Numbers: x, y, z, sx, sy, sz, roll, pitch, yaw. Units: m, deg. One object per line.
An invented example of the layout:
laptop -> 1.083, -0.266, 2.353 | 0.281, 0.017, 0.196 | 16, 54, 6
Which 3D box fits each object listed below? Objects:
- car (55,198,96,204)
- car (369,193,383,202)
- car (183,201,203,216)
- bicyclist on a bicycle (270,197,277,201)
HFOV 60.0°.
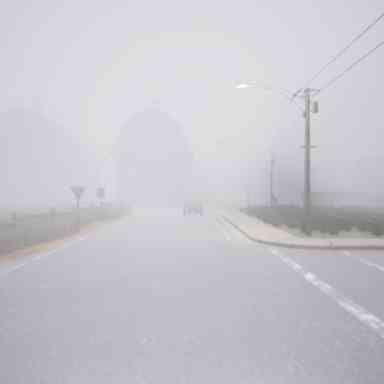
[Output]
car -> -16.186, 1.527, 46.387 | 5.357, 1.411, 2.033 | 0, 0, -4
car -> 29.837, 1.201, 50.144 | 5.566, 2.045, 2.150 | 0, 0, 12
car -> 0.148, 1.586, 32.946 | 1.895, 1.301, 4.718 | 0, 0, 1
bicyclist on a bicycle -> 12.439, 1.356, 50.653 | 1.656, 1.620, 0.582 | 0, 0, 33
